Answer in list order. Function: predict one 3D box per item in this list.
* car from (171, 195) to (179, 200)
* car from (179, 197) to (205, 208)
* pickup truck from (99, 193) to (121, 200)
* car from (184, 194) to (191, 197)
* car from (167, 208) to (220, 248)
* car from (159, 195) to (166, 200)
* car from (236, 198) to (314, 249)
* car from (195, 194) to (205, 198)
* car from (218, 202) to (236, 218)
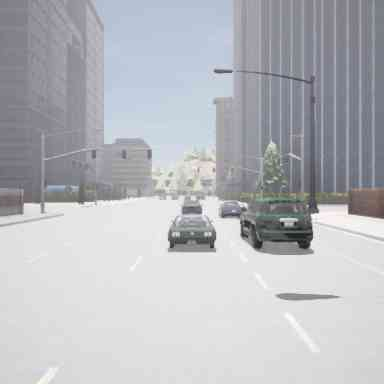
[{"bbox_3d":[-4.770,1.462,93.564,1.882,1.535,5.008,0,0,-1],"label":"car"},{"bbox_3d":[-0.038,1.515,29.671,1.837,1.490,4.892,0,0,-1],"label":"car"},{"bbox_3d":[-21.287,1.057,86.835,2.390,2.098,6.274,0,0,30],"label":"pickup truck"},{"bbox_3d":[-1.191,1.513,88.608,2.033,1.411,5.357,0,0,-1],"label":"car"},{"bbox_3d":[0.000,1.614,14.680,1.895,1.301,4.718,0,0,0],"label":"car"},{"bbox_3d":[-8.270,1.509,93.508,2.128,1.511,4.902,0,0,-1],"label":"car"},{"bbox_3d":[3.500,1.256,14.680,2.150,2.045,5.566,0,0,0],"label":"car"},{"bbox_3d":[2.309,1.325,88.600,2.097,1.767,4.553,0,0,-1],"label":"car"},{"bbox_3d":[3.462,1.571,29.715,1.994,1.385,4.181,0,0,-1],"label":"car"}]
